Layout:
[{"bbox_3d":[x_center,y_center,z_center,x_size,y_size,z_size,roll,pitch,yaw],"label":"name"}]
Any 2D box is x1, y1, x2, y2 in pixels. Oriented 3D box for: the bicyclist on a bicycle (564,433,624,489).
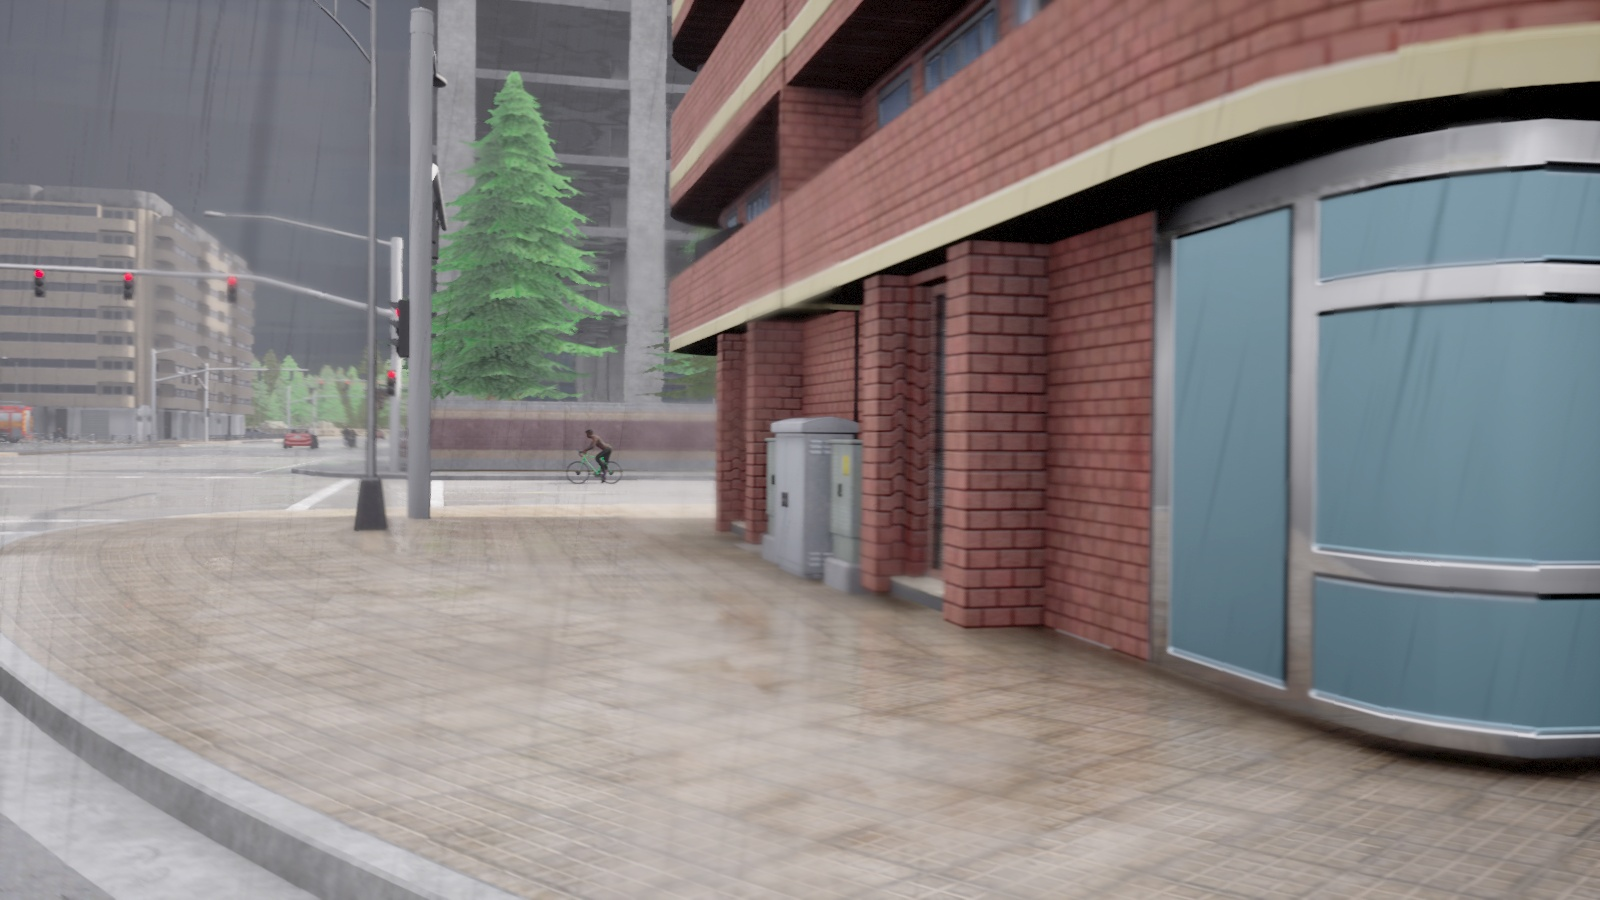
[{"bbox_3d":[-6.061,0.320,36.959,1.656,1.620,0.582,-1,1,-15],"label":"bicyclist on a bicycle"}]
